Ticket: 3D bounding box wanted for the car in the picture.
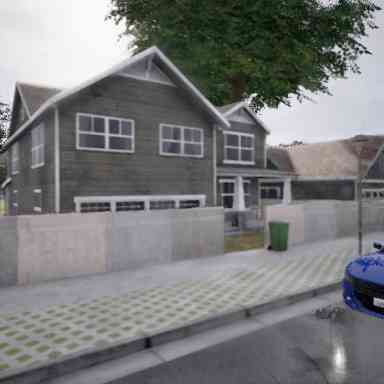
[{"bbox_3d":[4.994,1.456,6.632,5.008,1.535,1.882,0,0,-35],"label":"car"}]
